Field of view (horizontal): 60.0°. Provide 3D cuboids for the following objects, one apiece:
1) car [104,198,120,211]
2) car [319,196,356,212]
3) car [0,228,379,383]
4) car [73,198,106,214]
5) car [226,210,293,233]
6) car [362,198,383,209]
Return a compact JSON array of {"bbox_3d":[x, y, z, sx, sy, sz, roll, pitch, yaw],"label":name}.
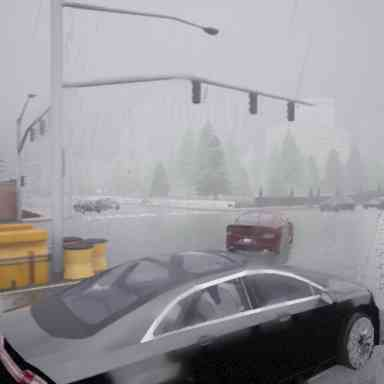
[{"bbox_3d":[-10.241,1.462,40.104,2.128,1.511,4.902,0,0,-33],"label":"car"},{"bbox_3d":[16.237,1.279,37.033,4.553,1.767,2.097,0,0,-35],"label":"car"},{"bbox_3d":[0.386,1.487,4.021,4.902,1.511,2.128,0,0,-35],"label":"car"},{"bbox_3d":[-10.992,1.579,34.863,1.895,1.301,4.718,0,0,-33],"label":"car"},{"bbox_3d":[2.853,1.457,13.290,1.882,1.535,5.008,1,0,24],"label":"car"},{"bbox_3d":[23.906,1.416,42.441,5.357,1.411,2.033,-1,1,-35],"label":"car"}]
